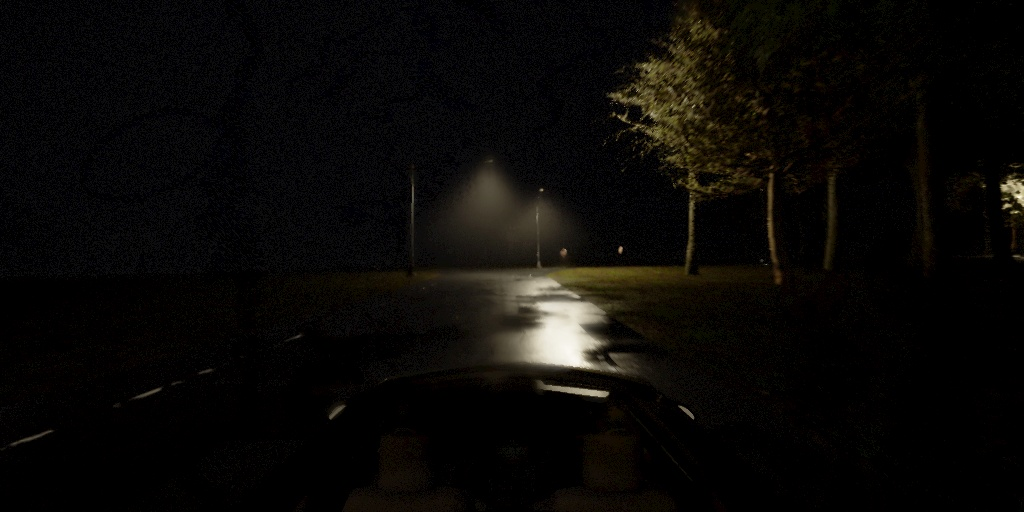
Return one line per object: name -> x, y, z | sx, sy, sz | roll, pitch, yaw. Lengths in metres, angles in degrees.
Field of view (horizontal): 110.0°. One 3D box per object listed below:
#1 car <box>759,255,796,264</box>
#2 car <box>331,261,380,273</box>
car -> 37.859, 0.383, 51.248 | 4.674, 1.442, 1.812 | -3, -2, -1
car -> -18.907, 1.285, 43.457 | 5.357, 1.411, 2.033 | -1, -2, 0
